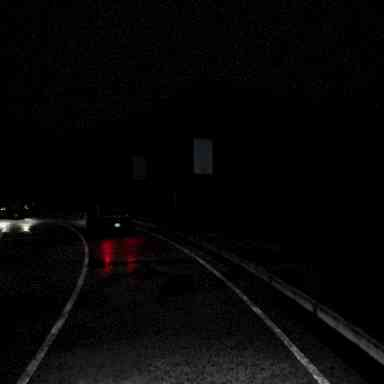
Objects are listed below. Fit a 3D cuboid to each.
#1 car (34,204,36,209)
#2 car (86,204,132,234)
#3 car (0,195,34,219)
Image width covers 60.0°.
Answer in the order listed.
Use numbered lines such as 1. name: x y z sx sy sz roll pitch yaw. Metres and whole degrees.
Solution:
1. car: -18.652 1.339 35.081 5.357 1.411 2.033 0 0 35
2. car: -4.700 1.398 18.487 2.128 1.511 4.902 0 0 -25
3. car: -14.789 1.176 26.875 2.097 1.767 4.553 0 0 -43
